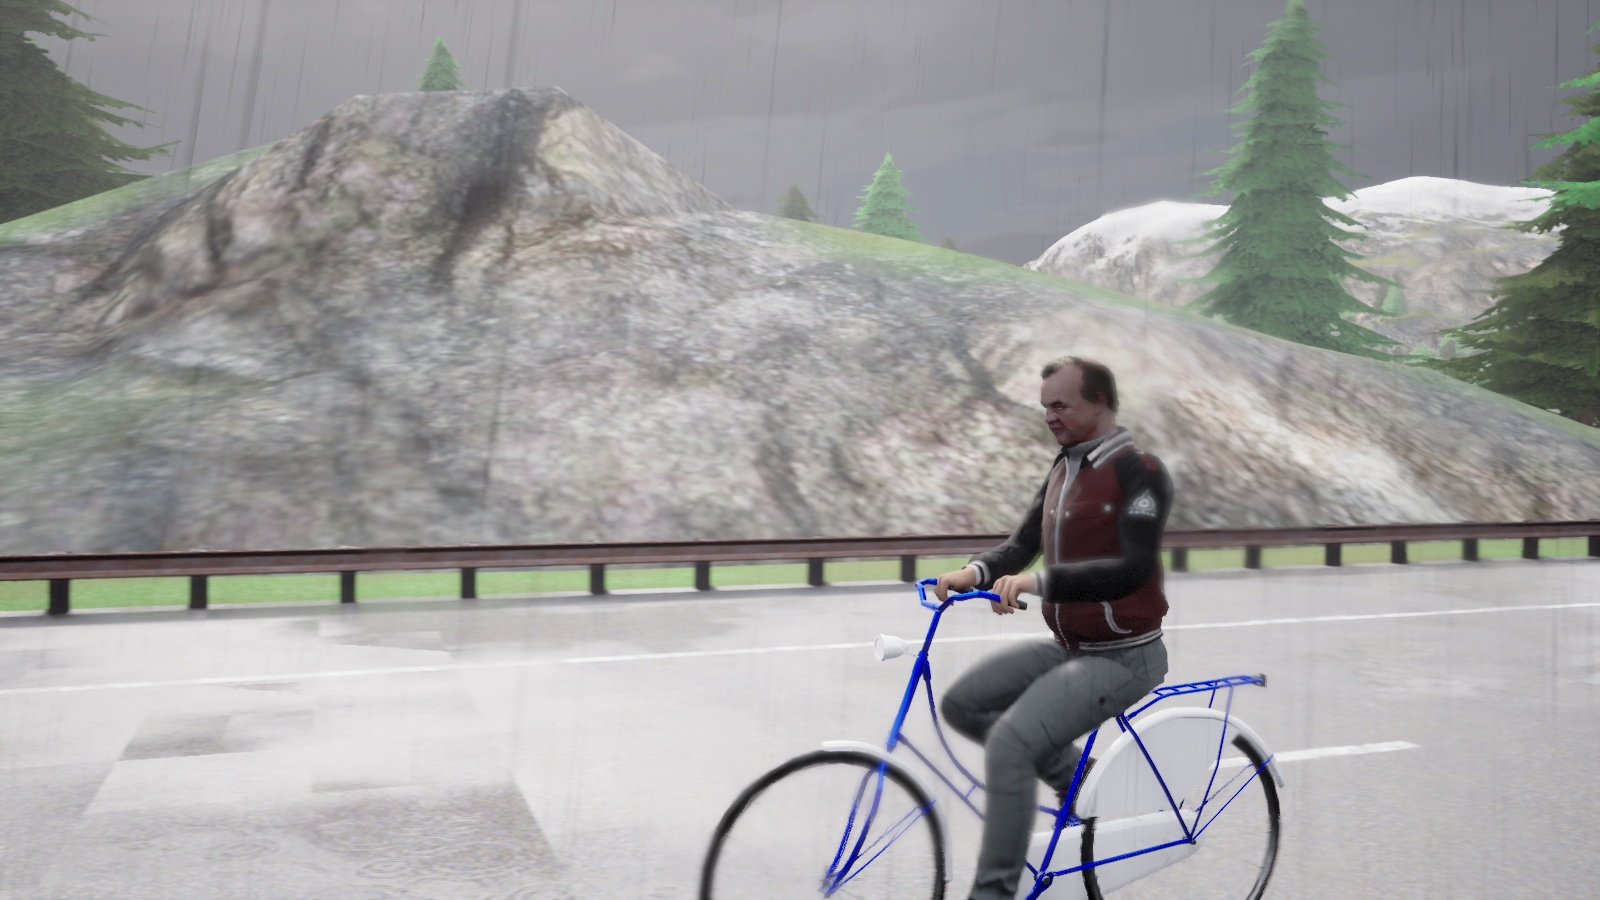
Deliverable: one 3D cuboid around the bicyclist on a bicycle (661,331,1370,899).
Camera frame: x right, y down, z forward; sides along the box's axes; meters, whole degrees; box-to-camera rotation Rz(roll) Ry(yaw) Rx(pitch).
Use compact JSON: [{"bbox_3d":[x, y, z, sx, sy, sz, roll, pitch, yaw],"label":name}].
[{"bbox_3d":[0.604,0.606,3.467,1.843,1.776,0.659,-1,1,-21],"label":"bicyclist on a bicycle"}]
